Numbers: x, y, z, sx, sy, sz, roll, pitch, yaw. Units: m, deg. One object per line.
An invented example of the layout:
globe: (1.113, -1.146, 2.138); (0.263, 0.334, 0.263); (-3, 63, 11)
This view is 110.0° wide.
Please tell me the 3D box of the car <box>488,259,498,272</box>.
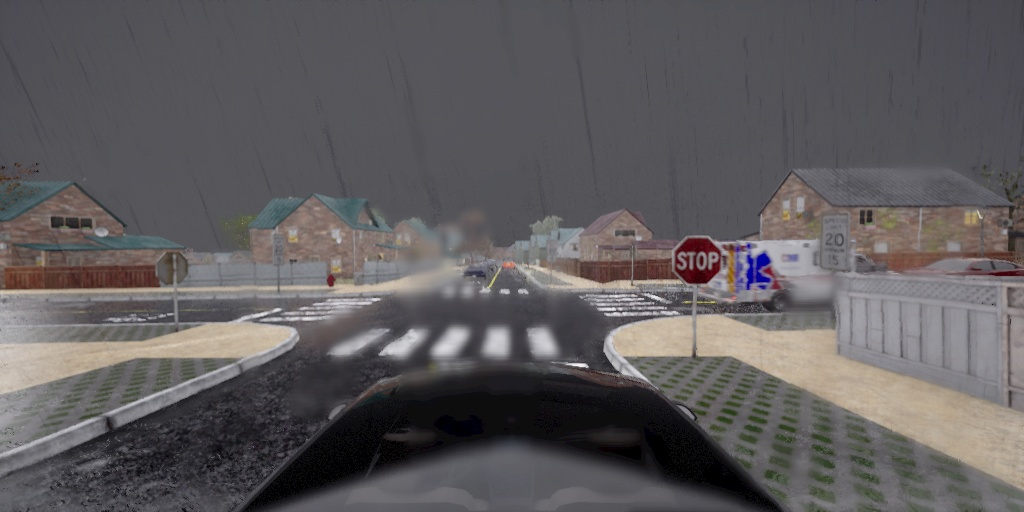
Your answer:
car: (-3.249, 1.354, 47.131); (2.033, 1.411, 5.357); (0, 0, -1)

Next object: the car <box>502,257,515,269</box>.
car: (-0.561, 1.217, 57.722); (2.097, 1.767, 4.553); (0, 0, -1)

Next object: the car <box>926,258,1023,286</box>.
car: (19.966, 0.845, 15.836); (5.008, 1.535, 1.882); (-1, 2, 0)

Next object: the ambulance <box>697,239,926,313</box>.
ambulance: (10.283, 0.631, 12.927); (6.366, 2.431, 2.351); (-1, 2, 0)

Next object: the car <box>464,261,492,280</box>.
car: (-3.029, 1.360, 31.325); (1.895, 1.301, 4.718); (0, 0, -1)

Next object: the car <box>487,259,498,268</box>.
car: (-3.376, 1.227, 62.307); (1.812, 1.442, 4.674); (0, 0, -1)
